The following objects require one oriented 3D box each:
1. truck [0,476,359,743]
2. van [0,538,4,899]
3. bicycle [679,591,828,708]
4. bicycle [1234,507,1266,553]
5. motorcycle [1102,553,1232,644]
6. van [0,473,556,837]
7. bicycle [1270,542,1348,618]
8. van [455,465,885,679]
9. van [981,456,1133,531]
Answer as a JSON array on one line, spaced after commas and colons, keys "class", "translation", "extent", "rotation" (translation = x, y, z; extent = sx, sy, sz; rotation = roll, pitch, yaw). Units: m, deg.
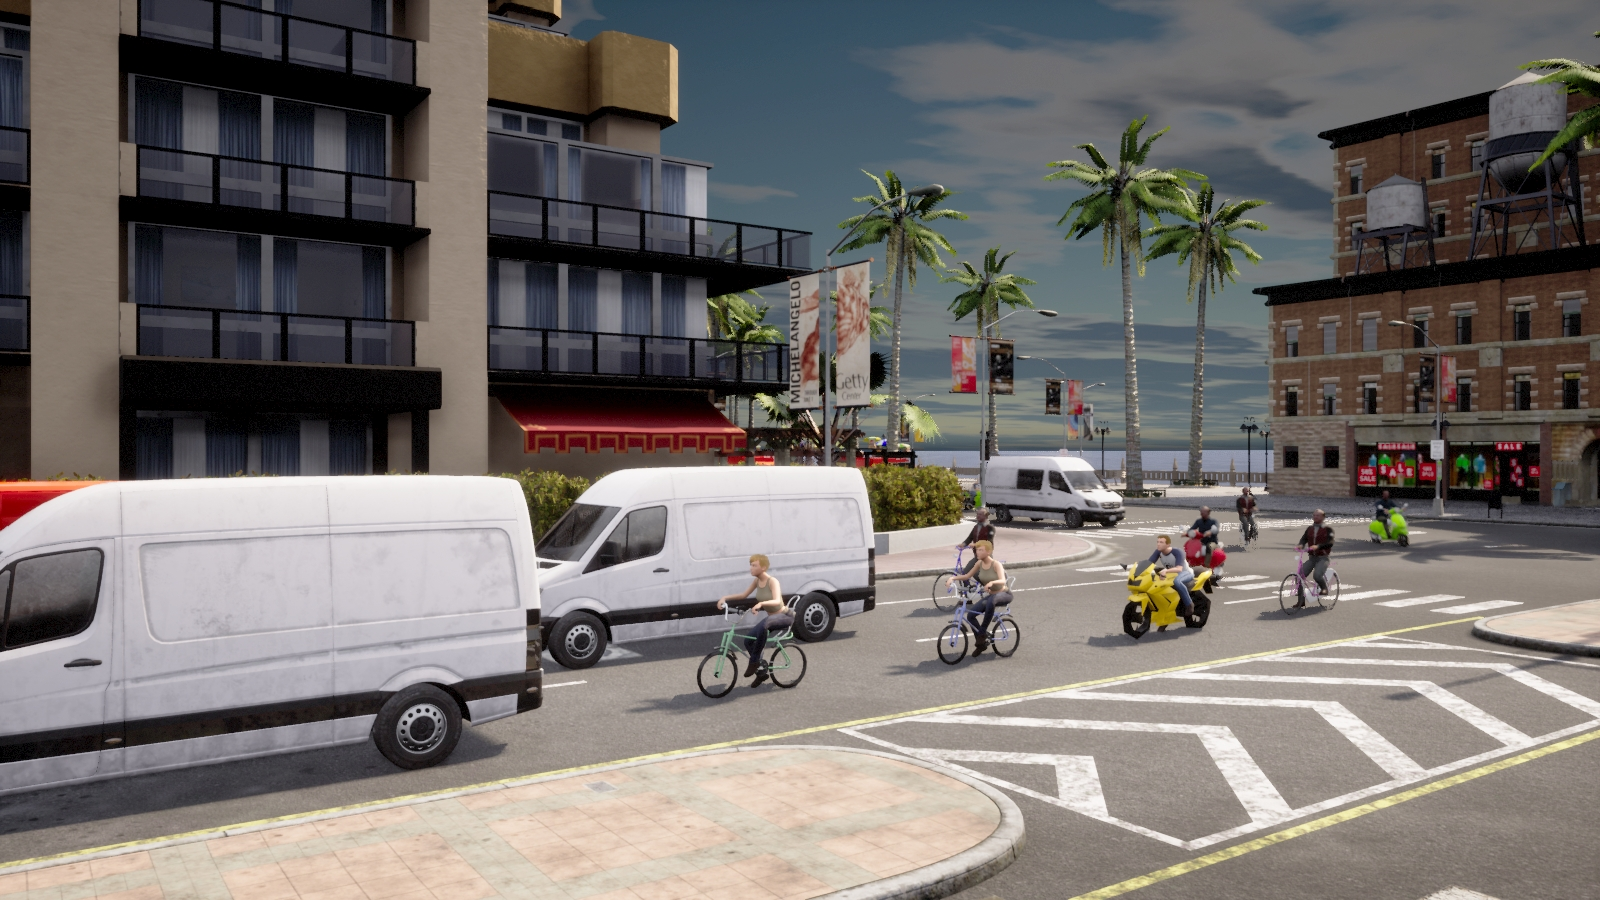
[{"class": "truck", "translation": [-7.827, 1.568, 12.387], "extent": [5.204, 2.467, 2.627], "rotation": [0, 0, -35]}, {"class": "van", "translation": [-4.188, 1.534, 0.819], "extent": [5.915, 2.561, 1.988], "rotation": [0, 0, -34]}, {"class": "bicycle", "translation": [-0.533, 2.256, 13.140], "extent": [1.487, 1.080, 0.859], "rotation": [0, 0, -35]}, {"class": "bicycle", "translation": [12.544, 2.210, 31.890], "extent": [0.329, 1.171, 1.835], "rotation": [0, 0, 6]}, {"class": "motorcycle", "translation": [5.572, 2.213, 17.294], "extent": [2.033, 1.145, 0.803], "rotation": [0, 0, -34]}, {"class": "van", "translation": [-5.288, 1.534, 9.874], "extent": [5.915, 2.561, 1.988], "rotation": [0, 0, -34]}, {"class": "bicycle", "translation": [8.764, 2.210, 19.639], "extent": [1.835, 1.171, 0.329], "rotation": [0, 0, -36]}, {"class": "van", "translation": [-1.725, 1.534, 16.503], "extent": [5.915, 2.561, 1.988], "rotation": [0, 0, -34]}, {"class": "van", "translation": [9.495, 1.534, 42.783], "extent": [1.988, 2.561, 5.915], "rotation": [0, 0, -32]}]
